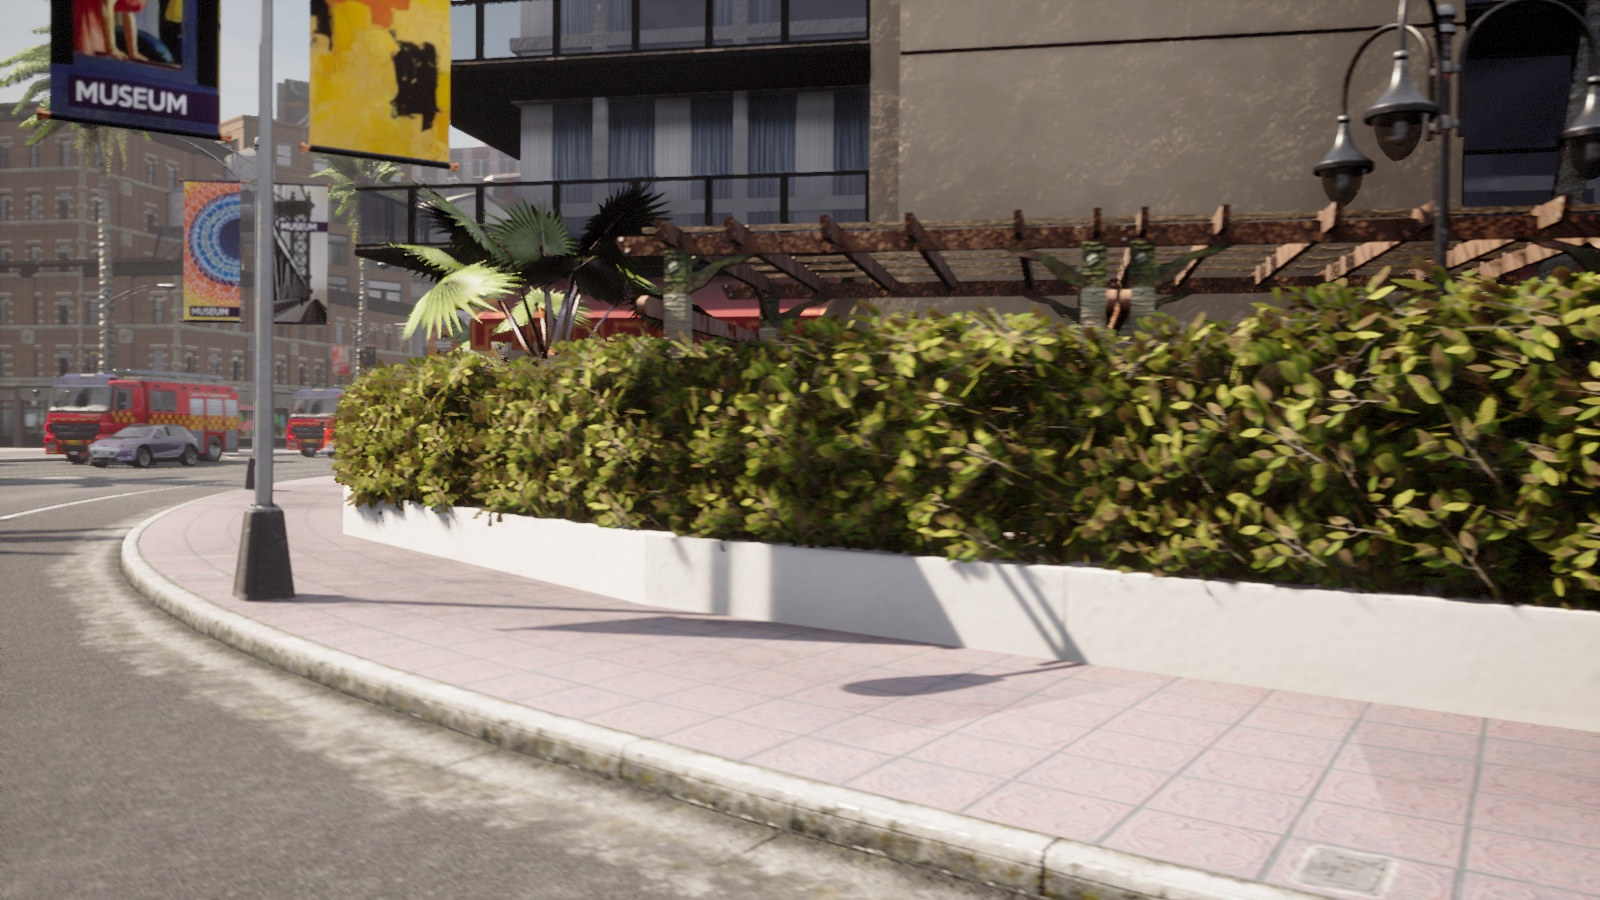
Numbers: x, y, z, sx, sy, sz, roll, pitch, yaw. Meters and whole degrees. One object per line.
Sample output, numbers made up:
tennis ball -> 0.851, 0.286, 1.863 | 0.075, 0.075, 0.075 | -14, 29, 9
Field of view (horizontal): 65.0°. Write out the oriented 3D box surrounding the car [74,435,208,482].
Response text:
car -> -24.522, 0.266, 46.961 | 2.033, 1.649, 4.856 | 0, 1, 6

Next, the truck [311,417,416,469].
truck -> -21.739, -0.375, 62.846 | 2.627, 2.467, 5.204 | 0, 1, 12

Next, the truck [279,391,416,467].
truck -> -24.229, -1.098, 67.885 | 2.891, 3.827, 8.468 | 0, 1, 12

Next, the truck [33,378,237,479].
truck -> -27.409, -0.874, 52.347 | 2.891, 3.827, 8.468 | 0, 1, 10
